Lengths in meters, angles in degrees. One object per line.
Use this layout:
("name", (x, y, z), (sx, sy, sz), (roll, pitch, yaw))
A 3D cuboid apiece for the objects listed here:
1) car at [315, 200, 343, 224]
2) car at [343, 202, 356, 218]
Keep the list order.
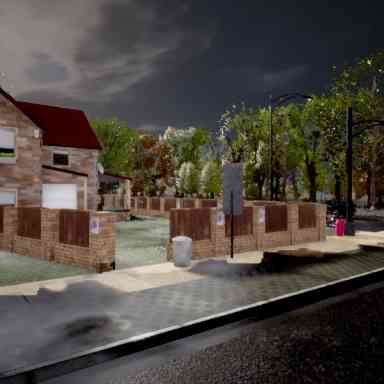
("car", (7.684, 1.469, 23.349), (1.812, 1.442, 4.674), (0, 0, -36))
("car", (11.755, 1.446, 29.164), (1.837, 1.490, 4.892), (0, 0, -36))
